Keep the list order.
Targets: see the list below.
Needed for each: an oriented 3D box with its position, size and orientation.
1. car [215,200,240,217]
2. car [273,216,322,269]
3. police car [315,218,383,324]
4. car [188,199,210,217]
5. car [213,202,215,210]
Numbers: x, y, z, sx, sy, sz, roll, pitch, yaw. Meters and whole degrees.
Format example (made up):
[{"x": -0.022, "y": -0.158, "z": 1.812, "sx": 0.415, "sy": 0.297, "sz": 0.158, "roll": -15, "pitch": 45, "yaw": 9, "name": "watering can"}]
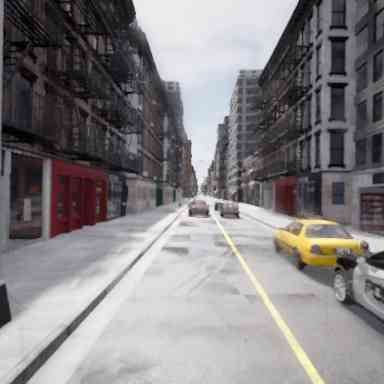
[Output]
[{"x": 3.770, "y": 1.787, "z": 34.051, "sx": 2.033, "sy": 1.411, "sz": 5.357, "roll": 1, "pitch": 0, "yaw": 2, "name": "car"}, {"x": 4.109, "y": 1.583, "z": 11.506, "sx": 1.801, "sy": 1.575, "sz": 5.366, "roll": 1, "pitch": 0, "yaw": 1, "name": "car"}, {"x": 3.967, "y": 1.519, "z": 5.427, "sx": 1.930, "sy": 1.638, "sz": 5.238, "roll": 1, "pitch": 0, "yaw": 1, "name": "police car"}, {"x": 0.722, "y": 1.539, "z": 33.453, "sx": 2.097, "sy": 1.767, "sz": 4.553, "roll": 1, "pitch": 0, "yaw": 1, "name": "car"}, {"x": 4.016, "y": 1.793, "z": 45.995, "sx": 2.128, "sy": 1.511, "sz": 4.902, "roll": 1, "pitch": 0, "yaw": 1, "name": "car"}]
